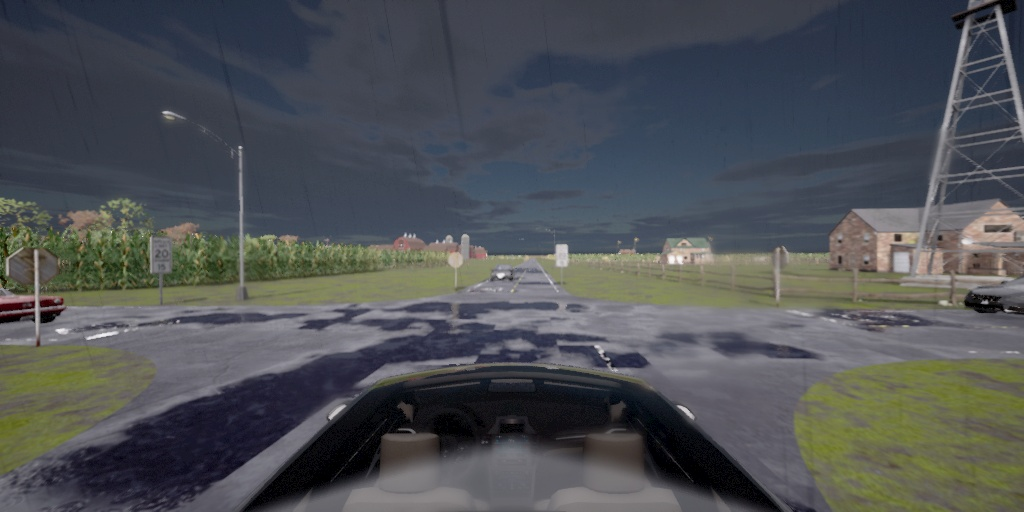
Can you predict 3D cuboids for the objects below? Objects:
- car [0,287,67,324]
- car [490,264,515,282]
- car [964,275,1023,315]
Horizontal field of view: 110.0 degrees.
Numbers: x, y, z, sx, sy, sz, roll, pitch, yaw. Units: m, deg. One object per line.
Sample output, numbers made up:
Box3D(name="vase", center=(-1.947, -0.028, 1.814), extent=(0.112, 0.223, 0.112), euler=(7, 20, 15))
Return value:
Box3D(name="car", center=(-16.590, 1.534, 10.800), extent=(4.718, 1.301, 1.895), euler=(0, 0, 4))
Box3D(name="car", center=(-0.769, 1.456, 31.585), extent=(2.128, 1.511, 4.902), euler=(0, 0, 4))
Box3D(name="car", center=(17.290, 1.197, 11.072), extent=(4.892, 1.490, 1.837), euler=(0, 0, 5))
